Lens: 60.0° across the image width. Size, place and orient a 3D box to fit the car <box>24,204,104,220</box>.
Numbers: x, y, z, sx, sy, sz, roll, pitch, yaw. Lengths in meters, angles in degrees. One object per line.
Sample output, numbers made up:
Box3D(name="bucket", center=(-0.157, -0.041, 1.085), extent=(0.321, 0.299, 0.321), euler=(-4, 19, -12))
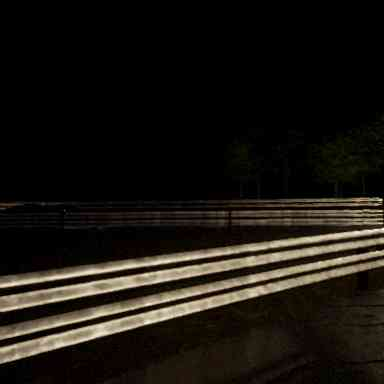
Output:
Box3D(name="car", center=(-9.671, 1.849, 25.843), extent=(5.357, 1.411, 2.033), euler=(-1, 1, 3))

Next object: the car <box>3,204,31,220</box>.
Box3D(name="car", center=(-14.253, 1.844, 29.547), extent=(4.892, 1.490, 1.837), euler=(-1, 1, 3))

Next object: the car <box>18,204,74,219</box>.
Box3D(name="car", center=(-14.441, 1.900, 33.065), extent=(4.718, 1.301, 1.895), euler=(-1, 1, 3))
